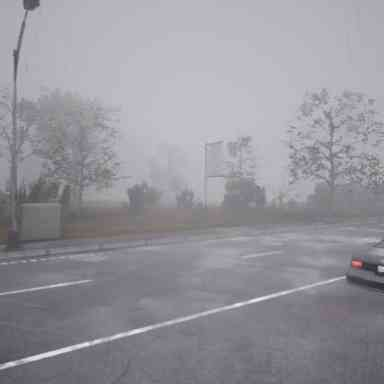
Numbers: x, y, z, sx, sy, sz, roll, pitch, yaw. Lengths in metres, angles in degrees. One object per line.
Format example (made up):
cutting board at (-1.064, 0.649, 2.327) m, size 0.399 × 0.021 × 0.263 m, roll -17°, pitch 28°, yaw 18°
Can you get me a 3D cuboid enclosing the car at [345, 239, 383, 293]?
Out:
car at (5.857, 1.576, 7.914) m, size 5.357 × 1.411 × 2.033 m, roll 0°, pitch 0°, yaw -34°
